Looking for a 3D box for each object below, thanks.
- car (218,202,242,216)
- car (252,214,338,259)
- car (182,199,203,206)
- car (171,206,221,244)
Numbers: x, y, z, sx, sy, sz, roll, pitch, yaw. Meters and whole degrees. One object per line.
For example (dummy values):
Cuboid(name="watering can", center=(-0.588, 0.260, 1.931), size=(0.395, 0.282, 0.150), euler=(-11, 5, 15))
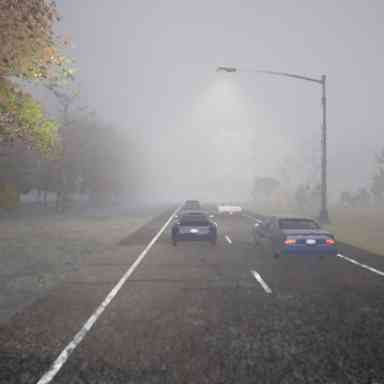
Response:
Cuboid(name="car", center=(3.557, 1.613, 32.161), size=(1.895, 1.301, 4.718), euler=(0, 0, 0))
Cuboid(name="car", center=(3.588, 1.551, 12.565), size=(2.033, 1.411, 5.357), euler=(0, 0, 0))
Cuboid(name="car", center=(0.056, 1.519, 33.481), size=(1.837, 1.490, 4.892), euler=(0, 0, 0))
Cuboid(name="car", center=(0.079, 1.570, 15.739), size=(1.994, 1.385, 4.181), euler=(0, 0, 0))
